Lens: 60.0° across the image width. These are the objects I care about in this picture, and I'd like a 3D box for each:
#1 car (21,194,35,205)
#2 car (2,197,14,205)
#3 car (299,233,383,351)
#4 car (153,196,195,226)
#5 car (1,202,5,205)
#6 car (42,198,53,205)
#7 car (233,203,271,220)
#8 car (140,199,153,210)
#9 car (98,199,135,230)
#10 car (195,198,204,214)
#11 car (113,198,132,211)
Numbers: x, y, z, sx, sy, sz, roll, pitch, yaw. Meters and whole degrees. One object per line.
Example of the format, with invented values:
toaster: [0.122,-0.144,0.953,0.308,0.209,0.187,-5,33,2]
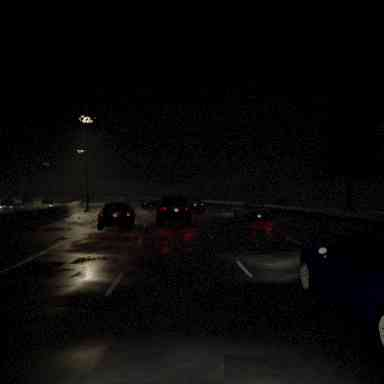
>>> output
car: [-32.835,1.444,66.558,2.150,2.045,5.566,-1,0,-25]
car: [-35.980,1.775,65.031,1.812,1.442,4.674,-1,0,-25]
car: [3.481,1.451,5.793,1.882,1.535,5.008,0,0,-2]
car: [-1.449,1.268,24.154,2.150,2.045,5.566,0,0,-9]
car: [-16.164,1.754,24.979,1.994,1.385,4.181,-1,0,-9]
car: [-27.977,1.854,64.464,1.994,1.385,4.181,-1,0,-23]
car: [4.891,1.589,28.061,1.895,1.301,4.718,-1,0,-9]
car: [-5.960,1.641,44.985,1.812,1.442,4.674,0,0,-16]
car: [-4.874,1.427,21.931,2.097,1.767,4.553,-1,0,-8]
car: [-0.143,1.399,36.084,2.097,1.767,4.553,-1,0,-12]
car: [-9.291,1.639,43.930,2.128,1.511,4.902,0,0,-16]
